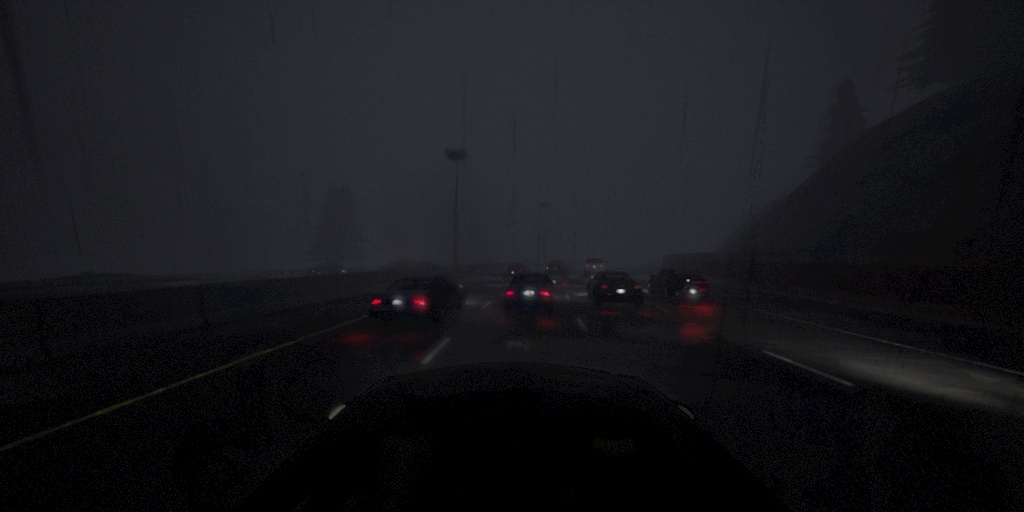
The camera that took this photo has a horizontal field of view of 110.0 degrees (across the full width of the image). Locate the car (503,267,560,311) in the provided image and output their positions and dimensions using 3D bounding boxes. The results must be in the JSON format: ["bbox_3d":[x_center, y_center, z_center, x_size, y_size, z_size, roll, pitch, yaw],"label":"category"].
[{"bbox_3d":[0.802,1.345,14.680,2.033,1.411,5.357,0,0,6],"label":"car"}]

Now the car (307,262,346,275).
[{"bbox_3d":[-20.002,1.374,38.865,1.994,1.385,4.181,0,0,14],"label":"car"}]

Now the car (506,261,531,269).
[{"bbox_3d":[0.513,1.426,33.622,1.994,1.385,4.181,0,0,13],"label":"car"}]

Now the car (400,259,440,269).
[{"bbox_3d":[-9.388,1.321,38.099,1.882,1.535,5.008,0,-1,14],"label":"car"}]

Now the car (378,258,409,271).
[{"bbox_3d":[-12.669,1.314,39.405,1.882,1.535,5.008,0,-1,14],"label":"car"}]

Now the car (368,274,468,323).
[{"bbox_3d":[-2.911,1.324,12.257,2.033,1.411,5.357,0,0,5],"label":"car"}]

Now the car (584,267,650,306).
[{"bbox_3d":[4.569,1.380,16.310,1.994,1.385,4.181,0,0,6],"label":"car"}]

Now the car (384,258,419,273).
[{"bbox_3d":[-14.285,1.207,46.647,2.097,1.767,4.553,0,0,17],"label":"car"}]

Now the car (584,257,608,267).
[{"bbox_3d":[8.973,1.129,38.424,2.150,2.045,5.566,0,0,16],"label":"car"}]

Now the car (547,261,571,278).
[{"bbox_3d":[4.582,1.234,35.456,2.097,1.767,4.553,0,0,14],"label":"car"}]

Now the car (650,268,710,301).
[{"bbox_3d":[8.311,1.340,18.240,1.837,1.490,4.892,0,0,7],"label":"car"}]
